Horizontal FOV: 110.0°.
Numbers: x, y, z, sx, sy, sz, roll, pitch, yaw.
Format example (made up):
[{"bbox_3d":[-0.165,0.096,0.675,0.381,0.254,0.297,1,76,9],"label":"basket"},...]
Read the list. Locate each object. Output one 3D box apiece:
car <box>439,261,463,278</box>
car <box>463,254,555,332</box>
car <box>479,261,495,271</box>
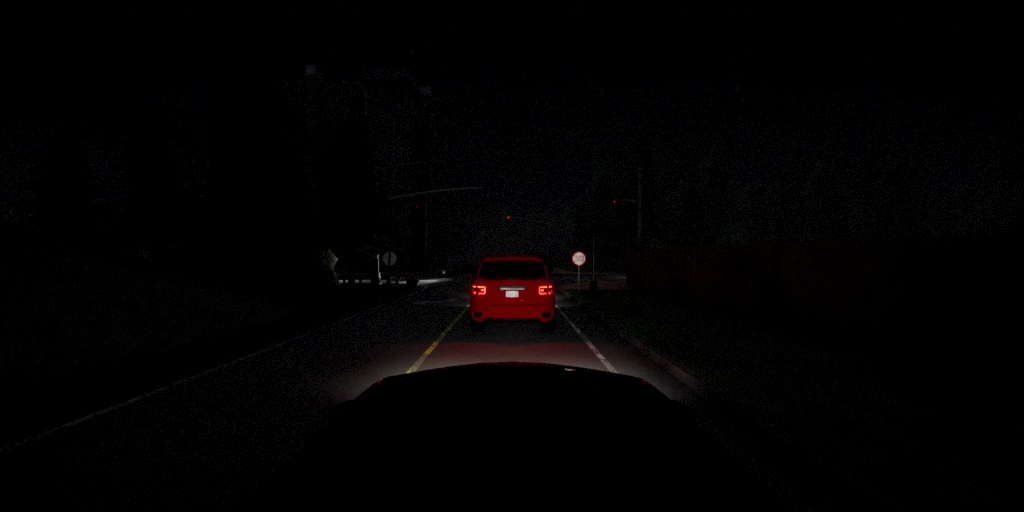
[{"bbox_3d":[-5.049,1.241,34.429,2.128,1.511,4.902,1,0,26],"label":"car"},{"bbox_3d":[0.052,0.971,10.958,2.150,2.045,5.566,0,0,1],"label":"car"},{"bbox_3d":[-3.544,1.350,51.763,1.895,1.301,4.718,0,0,0],"label":"car"}]
